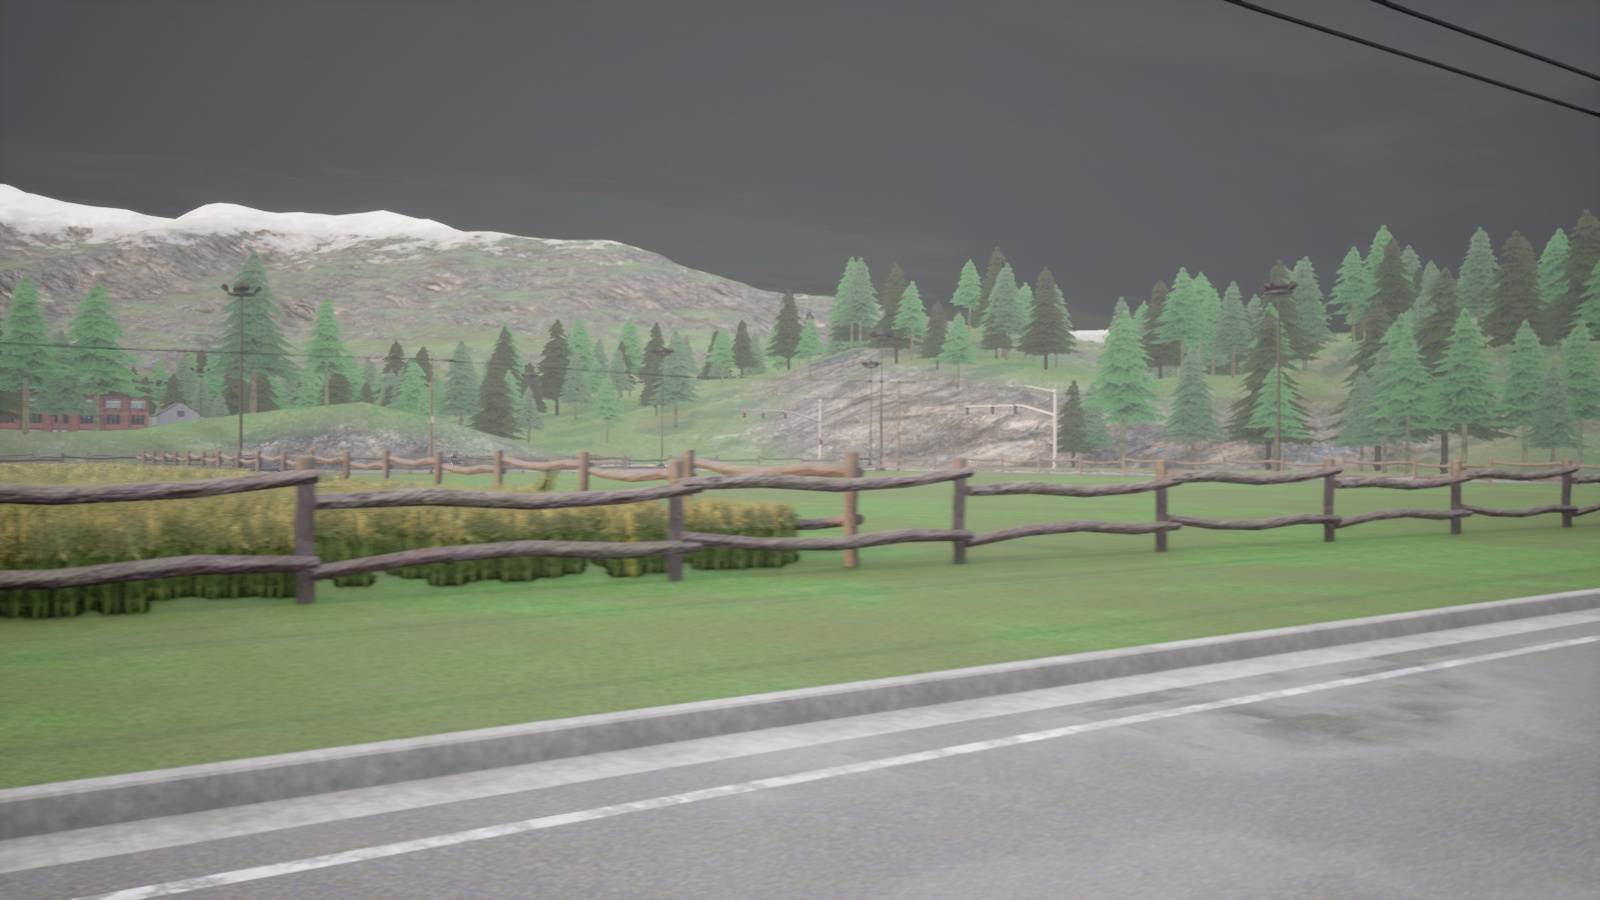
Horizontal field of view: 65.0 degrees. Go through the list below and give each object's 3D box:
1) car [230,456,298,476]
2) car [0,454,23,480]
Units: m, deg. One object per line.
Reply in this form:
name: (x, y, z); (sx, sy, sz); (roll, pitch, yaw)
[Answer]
car: (-38.565, 1.147, 90.408); (4.181, 1.385, 1.994); (0, 0, -35)
car: (-48.529, 1.013, 74.851); (3.705, 1.549, 1.789); (0, 0, -35)
